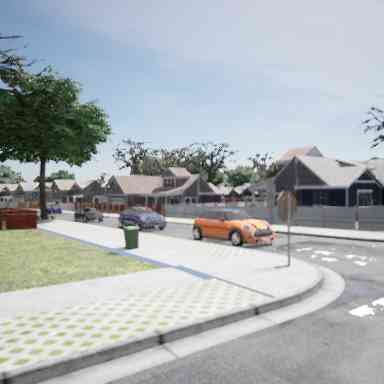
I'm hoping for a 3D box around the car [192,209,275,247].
[{"bbox_3d":[2.005,1.656,16.978,2.097,1.767,4.553,0,-1,-36],"label":"car"}]

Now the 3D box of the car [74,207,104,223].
[{"bbox_3d":[-10.719,2.361,34.329,1.837,1.490,4.892,0,-1,-37],"label":"car"}]

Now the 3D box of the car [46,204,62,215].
[{"bbox_3d":[-23.126,2.740,54.630,2.097,1.767,4.553,0,-1,-41],"label":"car"}]

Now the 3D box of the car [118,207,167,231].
[{"bbox_3d":[-3.788,1.916,24.965,2.097,1.767,4.553,0,-1,-36],"label":"car"}]
